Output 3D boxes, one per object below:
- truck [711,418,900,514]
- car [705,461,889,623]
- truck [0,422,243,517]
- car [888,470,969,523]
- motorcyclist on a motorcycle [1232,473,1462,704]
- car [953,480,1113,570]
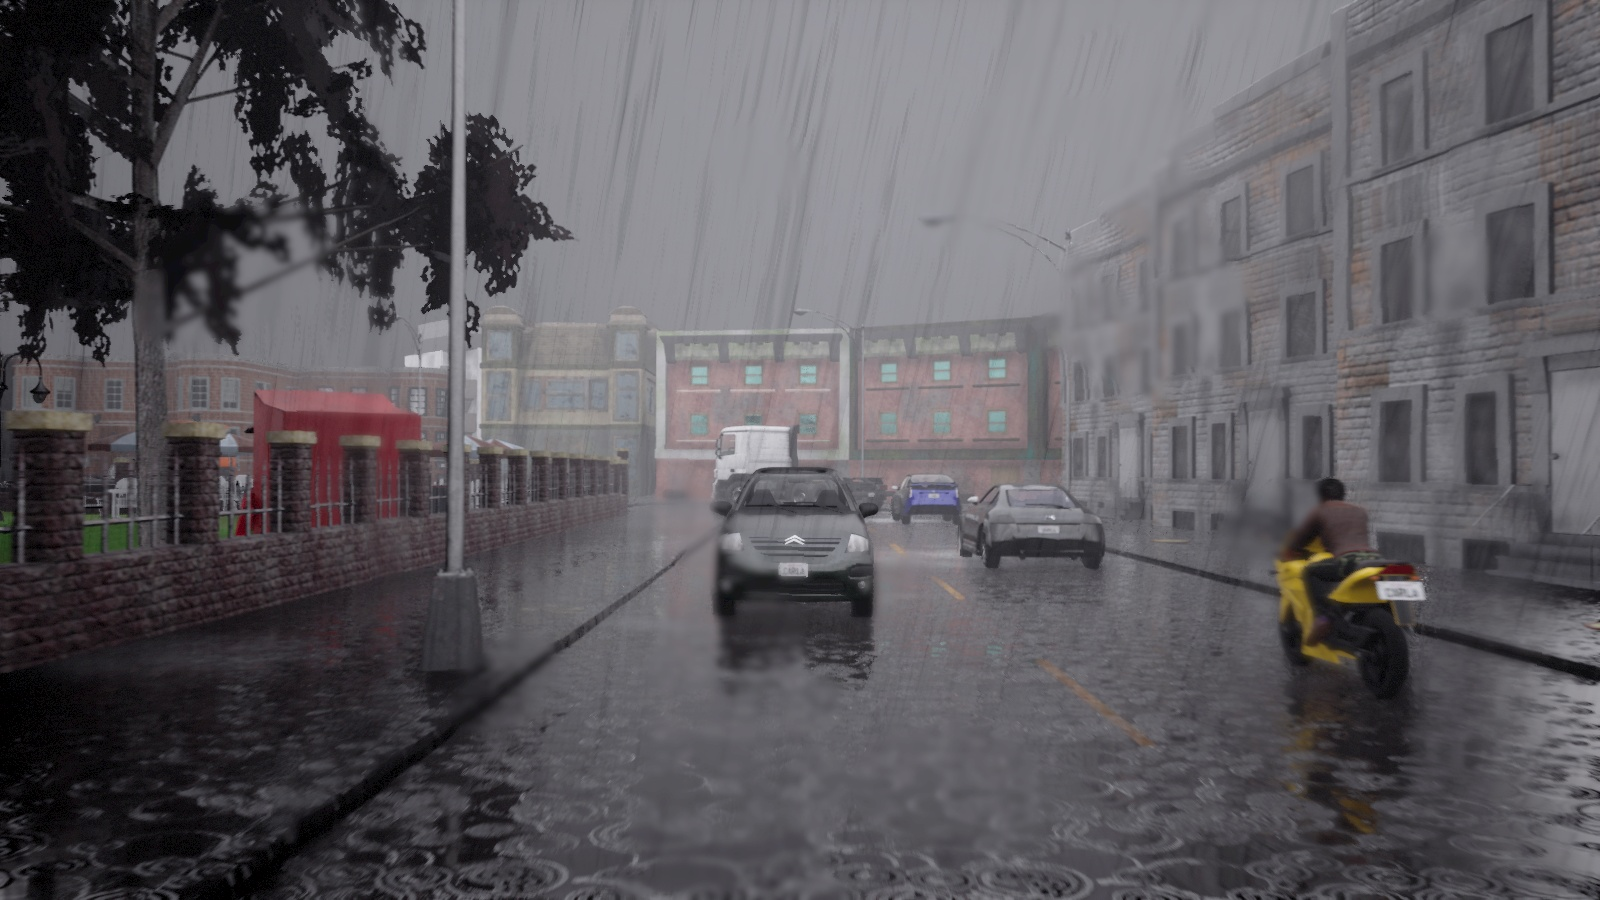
[{"bbox_3d":[0.048,0.657,49.166,2.891,3.462,7.936,1,-1,-40],"label":"truck"},{"bbox_3d":[-0.038,0.958,14.642,1.851,1.617,3.988,0,-1,0],"label":"car"},{"bbox_3d":[-25.773,0.735,47.722,7.936,3.462,2.891,0,-1,0],"label":"truck"},{"bbox_3d":[3.900,1.395,38.743,2.007,1.525,4.514,0,-1,0],"label":"car"},{"bbox_3d":[3.976,0.937,9.341,0.797,1.523,2.044,0,-1,0],"label":"motorcyclist on a motorcycle"},{"bbox_3d":[3.944,1.230,21.965,1.994,1.385,4.181,0,-1,0],"label":"car"}]
